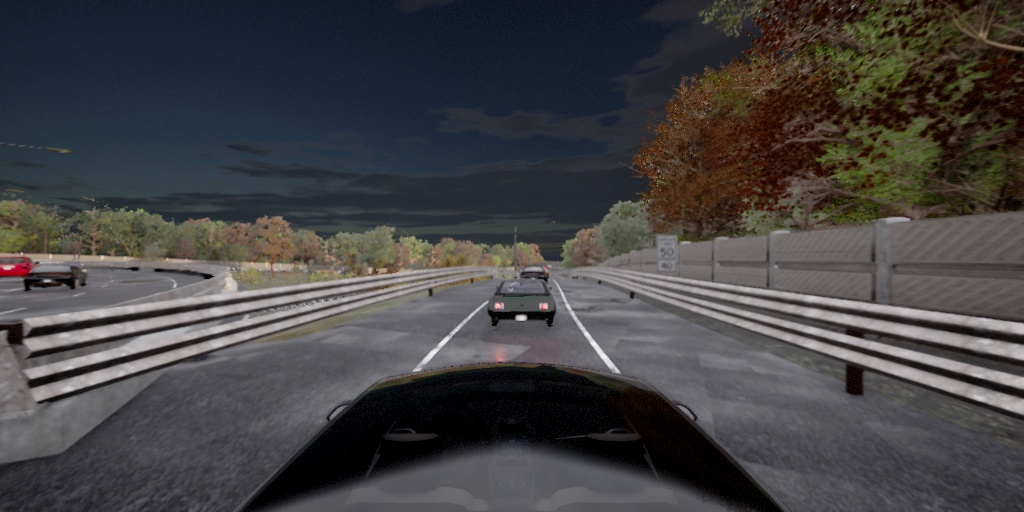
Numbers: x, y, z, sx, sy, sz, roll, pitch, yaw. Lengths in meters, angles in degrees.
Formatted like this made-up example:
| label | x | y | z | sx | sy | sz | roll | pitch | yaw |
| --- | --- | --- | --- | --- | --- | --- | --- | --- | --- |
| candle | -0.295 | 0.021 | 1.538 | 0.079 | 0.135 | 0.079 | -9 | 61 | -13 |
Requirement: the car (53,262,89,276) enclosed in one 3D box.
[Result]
| label | x | y | z | sx | sy | sz | roll | pitch | yaw |
| --- | --- | --- | --- | --- | --- | --- | --- | --- | --- |
| car | -48.454 | 1.379 | 39.379 | 4.181 | 1.385 | 1.994 | 0 | 0 | 33 |

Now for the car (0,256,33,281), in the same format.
| label | x | y | z | sx | sy | sz | roll | pitch | yaw |
| --- | --- | --- | --- | --- | --- | --- | --- | --- | --- |
| car | -39.499 | 1.006 | 28.388 | 5.566 | 2.045 | 2.150 | 0 | 0 | 41 |

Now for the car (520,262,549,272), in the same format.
| label | x | y | z | sx | sy | sz | roll | pitch | yaw |
| --- | --- | --- | --- | --- | --- | --- | --- | --- | --- |
| car | 1.596 | 1.409 | 26.175 | 1.882 | 1.535 | 5.008 | 0 | -1 | 5 |

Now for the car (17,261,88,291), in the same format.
| label | x | y | z | sx | sy | sz | roll | pitch | yaw |
| --- | --- | --- | --- | --- | --- | --- | --- | --- | --- |
| car | -28.018 | 1.259 | 22.165 | 1.882 | 1.535 | 5.008 | 1 | 0 | -42 |

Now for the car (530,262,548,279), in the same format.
| label | x | y | z | sx | sy | sz | roll | pitch | yaw |
| --- | --- | --- | --- | --- | --- | --- | --- | --- | --- |
| car | 3.503 | 1.873 | 45.238 | 2.150 | 2.045 | 5.566 | 0 | -3 | 6 |

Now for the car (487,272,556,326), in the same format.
| label | x | y | z | sx | sy | sz | roll | pitch | yaw |
| --- | --- | --- | --- | --- | --- | --- | --- | --- | --- |
| car | 0.392 | 1.397 | 11.906 | 1.895 | 1.301 | 4.718 | 0 | 0 | 4 |
